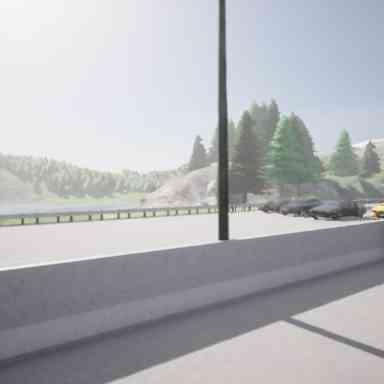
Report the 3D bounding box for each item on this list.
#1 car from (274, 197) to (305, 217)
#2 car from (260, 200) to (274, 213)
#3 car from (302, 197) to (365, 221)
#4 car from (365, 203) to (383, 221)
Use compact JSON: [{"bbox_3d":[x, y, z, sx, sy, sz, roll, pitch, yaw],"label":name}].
[{"bbox_3d":[9.461,1.228,27.952,4.892,1.490,1.837,-1,0,-35],"label":"car"},{"bbox_3d":[8.458,1.273,31.533,4.181,1.385,1.994,-1,0,-35],"label":"car"},{"bbox_3d":[10.906,1.279,24.692,5.357,1.411,2.033,-1,0,-36],"label":"car"},{"bbox_3d":[14.222,1.191,22.748,5.008,1.535,1.882,-1,0,-35],"label":"car"}]
